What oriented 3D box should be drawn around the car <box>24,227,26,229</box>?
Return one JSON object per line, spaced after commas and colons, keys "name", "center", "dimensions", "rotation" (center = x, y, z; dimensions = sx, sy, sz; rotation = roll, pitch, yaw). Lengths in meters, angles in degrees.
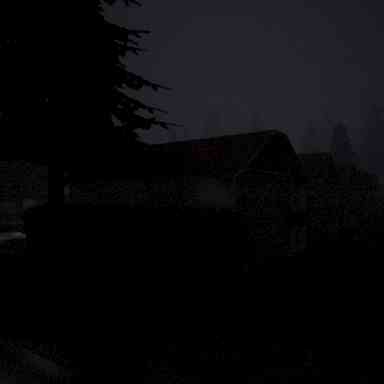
{"name": "car", "center": [-9.436, 1.860, 23.761], "dimensions": [2.097, 1.767, 4.553], "rotation": [-1, -1, 36]}
